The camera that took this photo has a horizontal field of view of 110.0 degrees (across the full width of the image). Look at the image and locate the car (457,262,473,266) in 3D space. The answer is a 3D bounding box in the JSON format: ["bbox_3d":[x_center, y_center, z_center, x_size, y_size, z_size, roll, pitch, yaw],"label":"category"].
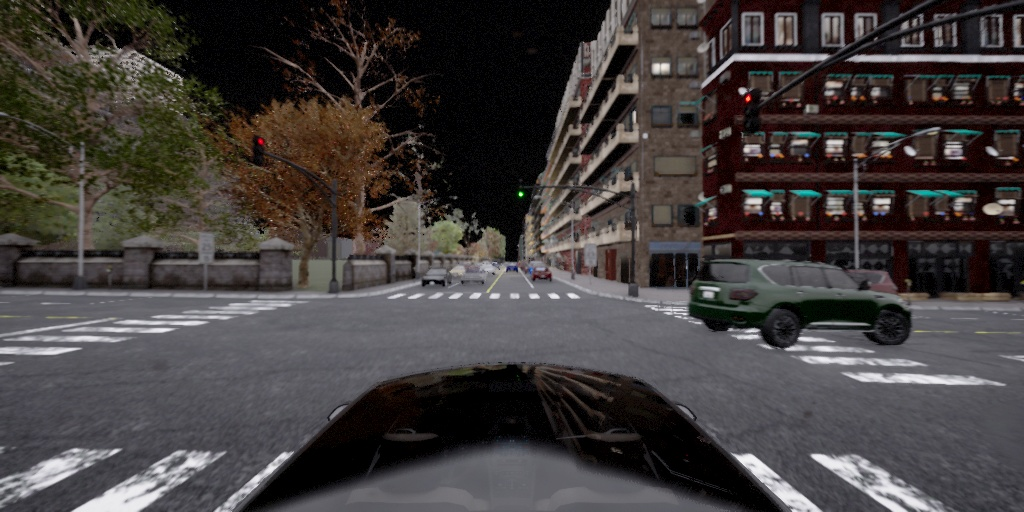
[{"bbox_3d":[-5.685,1.666,38.801,1.751,1.417,4.829,0,0,0],"label":"car"}]

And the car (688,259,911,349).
[{"bbox_3d":[7.558,1.176,9.607,5.566,2.045,2.150,2,-2,-12],"label":"car"}]

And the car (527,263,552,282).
[{"bbox_3d":[2.694,1.623,33.339,1.888,1.381,4.507,0,0,0],"label":"car"}]

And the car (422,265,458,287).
[{"bbox_3d":[-5.687,1.585,27.710,1.948,1.339,4.313,0,0,0],"label":"car"}]

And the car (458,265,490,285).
[{"bbox_3d":[-3.096,1.640,29.635,1.895,1.301,4.718,0,-1,0],"label":"car"}]

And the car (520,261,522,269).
[{"bbox_3d":[2.697,1.879,55.859,2.007,1.370,4.403,0,0,0],"label":"car"}]

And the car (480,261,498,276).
[{"bbox_3d":[-3.080,1.737,45.368,1.812,1.442,4.674,0,0,0],"label":"car"}]

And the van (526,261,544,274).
[{"bbox_3d":[2.695,1.480,38.969,1.690,1.789,3.998,0,0,0],"label":"van"}]

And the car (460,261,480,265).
[{"bbox_3d":[-5.685,1.517,44.600,2.192,1.841,5.009,0,0,0],"label":"car"}]

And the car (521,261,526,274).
[{"bbox_3d":[2.697,1.704,50.229,1.967,1.591,4.097,0,0,0],"label":"car"}]

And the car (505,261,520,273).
[{"bbox_3d":[0.006,1.808,56.016,1.882,1.535,5.008,0,-1,0],"label":"car"}]

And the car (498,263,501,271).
[{"bbox_3d":[-2.994,1.728,61.850,1.812,1.442,4.674,0,-1,0],"label":"car"}]
